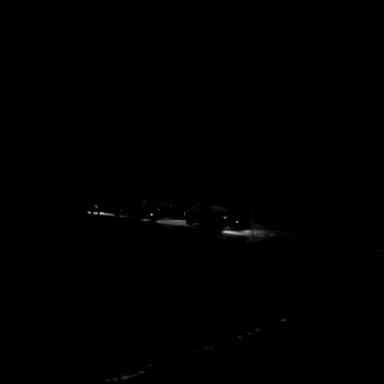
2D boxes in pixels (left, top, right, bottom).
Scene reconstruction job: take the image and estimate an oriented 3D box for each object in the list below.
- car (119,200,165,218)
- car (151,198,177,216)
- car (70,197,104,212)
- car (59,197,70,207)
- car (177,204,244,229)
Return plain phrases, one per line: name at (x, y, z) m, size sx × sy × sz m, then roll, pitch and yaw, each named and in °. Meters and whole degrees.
car at (-4.688, 1.556, 29.349) m, size 1.895 × 1.301 × 4.718 m, roll 1°, pitch -1°, yaw -38°
car at (-3.227, 1.358, 32.281) m, size 2.097 × 1.767 × 4.553 m, roll 1°, pitch -1°, yaw -38°
car at (-11.847, 1.429, 38.421) m, size 2.128 × 1.511 × 4.902 m, roll 1°, pitch -1°, yaw -39°
car at (-19.127, 1.494, 51.723) m, size 1.812 × 1.442 × 4.674 m, roll 1°, pitch -1°, yaw -40°
car at (1.263, 1.493, 21.503) m, size 1.812 × 1.442 × 4.674 m, roll 1°, pitch -1°, yaw -37°
